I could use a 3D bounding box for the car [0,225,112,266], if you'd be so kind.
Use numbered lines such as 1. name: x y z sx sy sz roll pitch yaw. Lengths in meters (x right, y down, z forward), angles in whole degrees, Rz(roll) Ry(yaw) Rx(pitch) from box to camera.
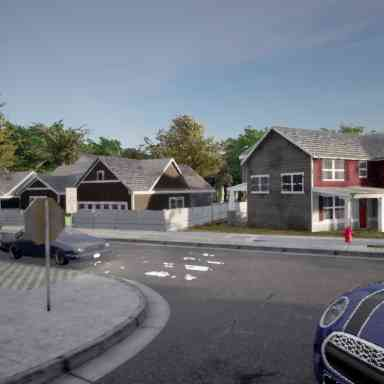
1. car: -5.880 2.089 13.983 5.357 1.411 2.033 -2 0 31

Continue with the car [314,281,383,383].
1. car: 3.633 1.349 3.850 4.553 1.767 2.097 0 0 -26
